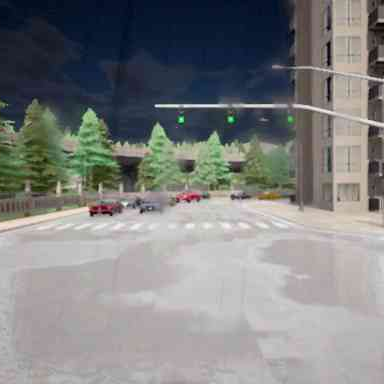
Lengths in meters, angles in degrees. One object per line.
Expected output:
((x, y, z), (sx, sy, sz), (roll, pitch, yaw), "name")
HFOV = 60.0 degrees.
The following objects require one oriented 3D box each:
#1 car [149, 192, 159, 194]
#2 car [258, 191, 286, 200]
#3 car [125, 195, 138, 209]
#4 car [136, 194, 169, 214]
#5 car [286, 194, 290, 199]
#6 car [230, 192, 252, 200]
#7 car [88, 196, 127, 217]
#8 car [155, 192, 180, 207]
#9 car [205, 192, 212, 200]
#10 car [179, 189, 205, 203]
((-5.320, 0.781, 46.760), (2.097, 1.767, 4.553), (0, 1, 16), "car")
((13.548, 0.619, 57.606), (5.008, 1.535, 1.882), (-1, 1, -37), "car")
((-6.758, 1.057, 36.802), (2.128, 1.511, 4.902), (0, 1, 4), "car")
((-3.514, 1.188, 30.169), (1.994, 1.385, 4.181), (0, 1, 1), "car")
((16.633, 0.604, 63.655), (4.181, 1.385, 1.994), (-1, 1, -24), "car")
((8.536, 0.705, 57.796), (4.674, 1.442, 1.812), (-1, 1, -42), "car")
((-7.061, 1.284, 27.682), (1.895, 1.301, 4.718), (0, 1, 1), "car")
((-3.059, 1.060, 40.004), (1.994, 1.385, 4.181), (0, 1, 6), "car")
((1.797, 0.702, 60.722), (1.837, 1.490, 4.892), (0, 0, 38), "car")
((-0.495, 0.566, 50.380), (2.150, 2.045, 5.566), (0, 1, 24), "car")
